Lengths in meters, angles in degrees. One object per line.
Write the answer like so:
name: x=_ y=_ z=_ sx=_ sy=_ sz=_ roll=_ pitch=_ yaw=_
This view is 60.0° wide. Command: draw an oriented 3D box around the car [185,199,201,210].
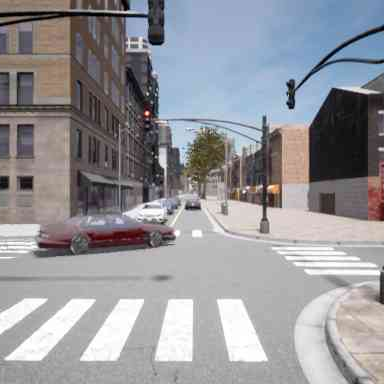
car: x=0.118 y=1.539 z=43.468 sx=1.994 sy=1.385 sz=4.181 roll=0 pitch=0 yaw=0

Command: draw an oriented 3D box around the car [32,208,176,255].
car: x=-3.333 y=1.533 z=13.190 sx=5.357 sy=1.411 sz=2.033 roll=0 pitch=0 yaw=-33

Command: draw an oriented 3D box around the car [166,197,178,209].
car: x=-2.829 y=1.527 z=34.075 sx=2.033 sy=1.411 sz=5.357 roll=0 pitch=0 yaw=0

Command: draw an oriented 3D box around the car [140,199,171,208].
car: x=-2.834 y=1.512 z=24.464 sx=1.812 sy=1.442 sz=4.674 roll=0 pitch=0 yaw=0

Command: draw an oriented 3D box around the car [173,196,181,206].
car: x=-2.794 y=1.501 z=43.788 sx=1.812 sy=1.442 sz=4.674 roll=0 pitch=0 yaw=0
